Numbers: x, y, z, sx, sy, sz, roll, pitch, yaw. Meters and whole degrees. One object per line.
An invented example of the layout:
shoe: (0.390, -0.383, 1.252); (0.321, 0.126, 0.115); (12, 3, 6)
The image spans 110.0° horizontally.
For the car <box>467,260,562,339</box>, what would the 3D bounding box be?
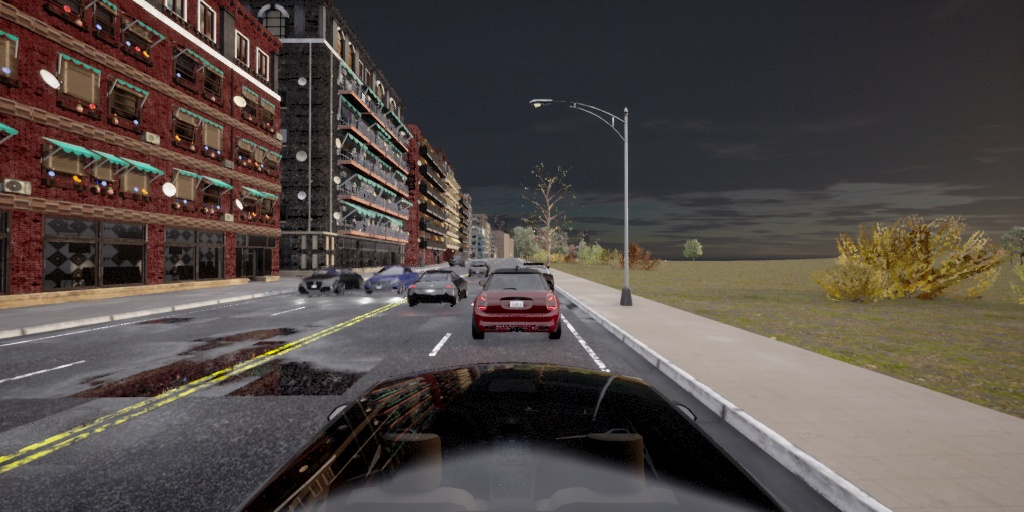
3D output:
car: (0.113, 1.104, 10.195); (2.097, 1.767, 4.553); (0, 0, 0)

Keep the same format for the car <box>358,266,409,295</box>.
car: (-6.562, 1.278, 20.017); (1.812, 1.442, 4.674); (0, 0, 0)

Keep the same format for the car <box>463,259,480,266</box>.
car: (-3.079, 1.245, 34.780); (2.128, 1.511, 4.902); (0, 0, 0)

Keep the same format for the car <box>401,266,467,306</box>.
car: (-3.122, 1.315, 15.700); (1.994, 1.385, 4.181); (0, 0, 0)

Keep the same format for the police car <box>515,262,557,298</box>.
police car: (1.174, 1.178, 19.691); (1.930, 1.638, 5.238); (0, 0, 0)

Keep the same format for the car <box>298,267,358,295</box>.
car: (-9.813, 1.316, 19.761); (1.994, 1.385, 4.181); (0, 0, 0)

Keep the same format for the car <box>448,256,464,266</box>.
car: (-9.680, 0.973, 62.964); (2.150, 2.045, 5.566); (0, 0, 1)
